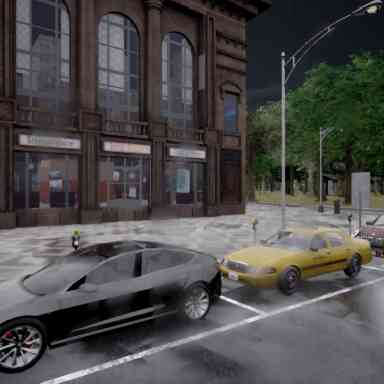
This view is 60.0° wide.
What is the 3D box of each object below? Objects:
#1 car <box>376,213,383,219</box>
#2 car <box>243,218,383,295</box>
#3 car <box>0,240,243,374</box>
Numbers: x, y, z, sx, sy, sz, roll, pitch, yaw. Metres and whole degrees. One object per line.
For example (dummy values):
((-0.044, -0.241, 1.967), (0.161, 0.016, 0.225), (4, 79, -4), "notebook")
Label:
((7.425, 1.441, 11.948), (4.097, 1.590, 1.967), (0, 0, -36), "car")
((2.861, 1.525, 8.691), (4.829, 1.417, 1.752), (0, 0, -36), "car")
((-1.427, 1.566, 5.631), (4.313, 1.339, 1.947), (0, 0, -36), "car")
